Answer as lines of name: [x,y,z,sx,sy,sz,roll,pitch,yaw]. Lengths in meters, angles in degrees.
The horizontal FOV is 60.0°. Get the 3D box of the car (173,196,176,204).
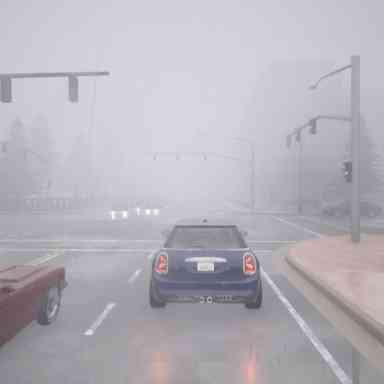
car: [-4.284,1.463,65.409,1.882,1.535,5.008,0,0,3]

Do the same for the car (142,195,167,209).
car: [-5.086,1.481,45.751,2.128,1.511,4.902,0,0,2]

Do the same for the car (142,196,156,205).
car: [-7.948,1.491,61.874,1.837,1.490,4.892,0,0,3]

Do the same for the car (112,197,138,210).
car: [-8.712,1.591,42.483,1.895,1.301,4.718,0,0,2]

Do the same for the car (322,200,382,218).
car: [14.110,1.498,29.472,4.892,1.490,1.837,0,0,4]

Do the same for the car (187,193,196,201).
car: [-0.105,1.204,82.441,2.150,2.045,5.566,0,0,2]

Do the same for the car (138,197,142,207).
car: [-8.356,1.480,51.788,2.128,1.511,4.902,0,0,2]

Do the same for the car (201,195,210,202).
car: [3.064,1.532,73.575,1.994,1.385,4.181,0,0,2]

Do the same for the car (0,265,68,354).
car: [-3.308,1.600,4.171,1.895,1.301,4.718,0,0,2]

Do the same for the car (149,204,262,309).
car: [0.303,1.350,8.045,2.097,1.767,4.553,0,0,2]

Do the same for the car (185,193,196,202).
car: [-0.471,1.503,72.710,1.812,1.442,4.674,0,0,2]

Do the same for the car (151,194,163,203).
car: [-7.502,1.339,72.029,2.097,1.767,4.553,0,0,2]

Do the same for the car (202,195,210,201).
car: [3.391,1.457,82.279,1.882,1.535,5.008,0,0,2]

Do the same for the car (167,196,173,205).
car: [-4.724,1.465,55.110,1.882,1.535,5.008,0,0,2]
